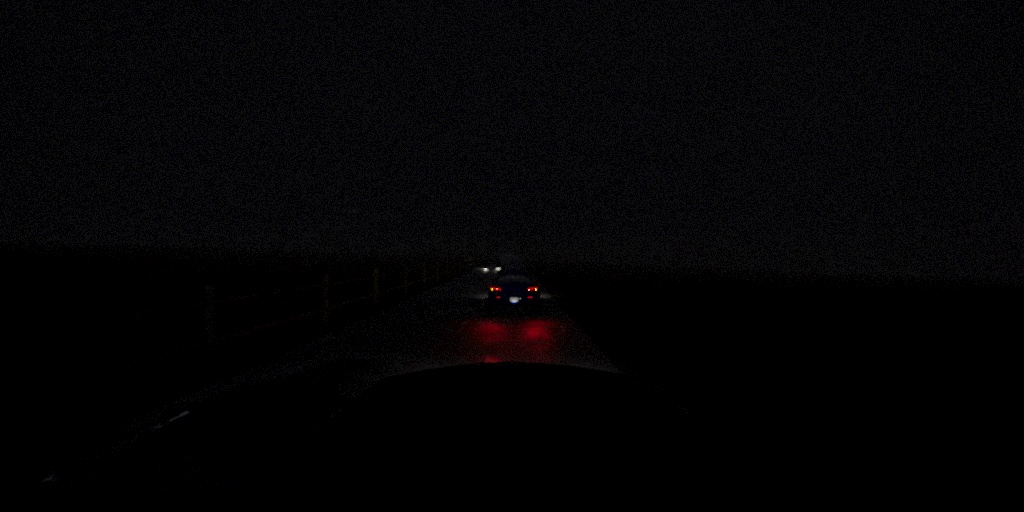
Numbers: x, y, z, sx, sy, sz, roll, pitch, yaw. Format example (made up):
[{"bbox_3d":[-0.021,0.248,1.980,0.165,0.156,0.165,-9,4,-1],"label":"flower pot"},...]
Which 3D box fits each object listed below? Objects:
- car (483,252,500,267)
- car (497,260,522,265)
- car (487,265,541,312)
[{"bbox_3d":[-2.829,0.473,51.194,2.150,2.045,5.566,0,1,0],"label":"car"},{"bbox_3d":[0.062,1.182,27.499,1.895,1.301,4.718,0,1,0],"label":"car"},{"bbox_3d":[0.070,1.221,13.740,1.812,1.442,4.674,0,0,0],"label":"car"}]
